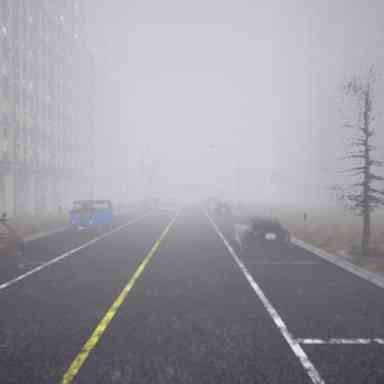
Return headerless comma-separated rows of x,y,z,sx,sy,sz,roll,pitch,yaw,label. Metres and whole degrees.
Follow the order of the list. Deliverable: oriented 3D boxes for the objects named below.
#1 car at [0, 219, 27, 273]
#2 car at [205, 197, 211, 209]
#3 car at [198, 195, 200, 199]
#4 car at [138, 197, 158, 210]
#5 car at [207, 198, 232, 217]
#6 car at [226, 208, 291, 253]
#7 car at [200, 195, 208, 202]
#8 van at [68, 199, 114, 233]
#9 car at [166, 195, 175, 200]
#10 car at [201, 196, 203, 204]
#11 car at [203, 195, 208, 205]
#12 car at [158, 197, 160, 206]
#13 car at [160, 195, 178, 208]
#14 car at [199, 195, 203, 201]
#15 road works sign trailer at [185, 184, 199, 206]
-5.696,1.433,7.816,1.967,1.590,4.097,-1,0,0,car
2.702,1.551,36.016,1.802,1.307,4.206,-1,0,0,car
2.722,1.478,69.872,1.887,1.381,4.507,-1,0,0,car
-5.675,1.544,41.664,1.802,1.307,4.206,-1,0,0,car
2.700,1.540,30.373,1.947,1.339,4.313,-1,0,0,car
2.690,1.556,13.445,1.947,1.339,4.313,-1,0,0,car
2.725,1.452,75.684,1.752,1.417,4.829,-1,0,0,car
-5.691,1.325,19.098,1.690,1.788,3.998,-1,0,0,van
-5.649,1.462,86.794,2.008,1.369,4.403,-1,0,0,car
2.709,1.524,47.301,1.947,1.339,4.313,-1,0,0,car
2.704,1.403,41.658,1.967,1.590,4.097,-1,0,0,car
-5.669,1.517,52.946,1.947,1.339,4.313,-1,0,0,car
-3.050,1.503,48.072,2.033,1.411,5.357,0,0,0,car
2.716,1.512,58.587,1.947,1.339,4.313,-1,0,0,car
0.032,0.414,54.851,2.380,3.560,2.880,0,0,0,road works sign trailer
